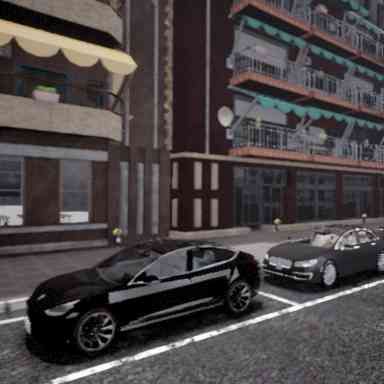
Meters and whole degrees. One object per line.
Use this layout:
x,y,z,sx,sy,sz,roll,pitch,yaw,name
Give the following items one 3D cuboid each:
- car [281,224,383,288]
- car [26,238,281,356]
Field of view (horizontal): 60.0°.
3.891,1.617,9.335,4.403,1.369,2.008,1,0,-36,car
-0.617,1.588,6.119,4.313,1.339,1.947,1,0,-36,car
